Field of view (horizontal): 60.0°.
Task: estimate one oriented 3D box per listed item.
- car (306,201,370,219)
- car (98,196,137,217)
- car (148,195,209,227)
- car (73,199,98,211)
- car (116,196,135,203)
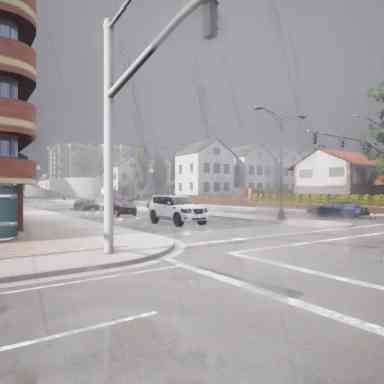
[{"bbox_3d":[12.898,1.547,29.658,2.033,1.411,5.357,0,0,-32],"label":"car"},{"bbox_3d":[-7.002,1.476,32.027,1.882,1.535,5.008,0,0,-34],"label":"car"},{"bbox_3d":[-1.094,1.221,23.488,2.150,2.045,5.566,0,0,-35],"label":"car"},{"bbox_3d":[-13.047,1.547,40.786,2.033,1.411,5.357,0,0,-35],"label":"car"},{"bbox_3d":[-13.728,1.547,68.465,2.033,1.411,5.357,0,0,-35],"label":"car"}]
